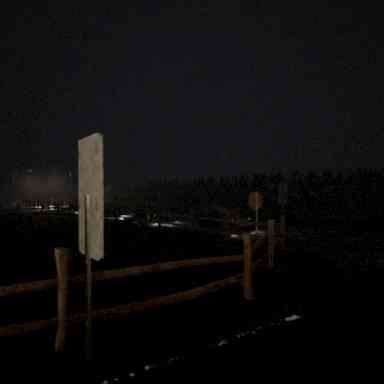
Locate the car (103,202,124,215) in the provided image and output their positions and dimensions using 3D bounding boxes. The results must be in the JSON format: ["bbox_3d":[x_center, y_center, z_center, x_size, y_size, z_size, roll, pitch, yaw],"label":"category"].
[{"bbox_3d":[-9.427,1.817,37.190,2.033,1.411,5.357,-1,0,-36],"label":"car"}]

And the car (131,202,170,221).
[{"bbox_3d":[-3.738,1.693,29.198,1.837,1.490,4.892,-1,0,-35],"label":"car"}]

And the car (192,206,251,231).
[{"bbox_3d":[1.745,1.637,21.490,1.812,1.442,4.674,-1,0,-35],"label":"car"}]

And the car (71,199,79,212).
[{"bbox_3d":[-15.374,1.710,45.605,2.097,1.767,4.553,-1,0,-34],"label":"car"}]
